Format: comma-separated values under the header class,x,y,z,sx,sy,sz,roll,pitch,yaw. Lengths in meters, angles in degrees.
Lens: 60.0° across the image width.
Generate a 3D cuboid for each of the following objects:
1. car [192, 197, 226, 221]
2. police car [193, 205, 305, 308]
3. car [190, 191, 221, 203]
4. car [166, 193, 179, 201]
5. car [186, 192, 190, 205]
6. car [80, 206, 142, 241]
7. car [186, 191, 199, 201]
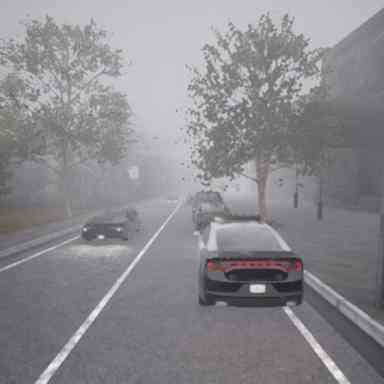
class,x,y,z,sx,sy,sz,roll,pitch,yaw
car,1.083,1.266,17.899,1.882,1.535,5.008,0,1,0
police car,1.066,1.330,7.961,1.930,1.638,5.238,0,1,0
car,1.094,0.940,23.948,2.150,2.045,5.566,0,1,0
car,-3.411,0.866,59.150,1.994,1.385,4.181,0,1,1
car,0.169,1.060,45.822,1.895,1.301,4.718,0,1,0
car,-3.570,1.361,15.743,2.033,1.411,5.357,0,1,0
car,0.117,0.666,58.161,2.097,1.767,4.553,0,1,1
